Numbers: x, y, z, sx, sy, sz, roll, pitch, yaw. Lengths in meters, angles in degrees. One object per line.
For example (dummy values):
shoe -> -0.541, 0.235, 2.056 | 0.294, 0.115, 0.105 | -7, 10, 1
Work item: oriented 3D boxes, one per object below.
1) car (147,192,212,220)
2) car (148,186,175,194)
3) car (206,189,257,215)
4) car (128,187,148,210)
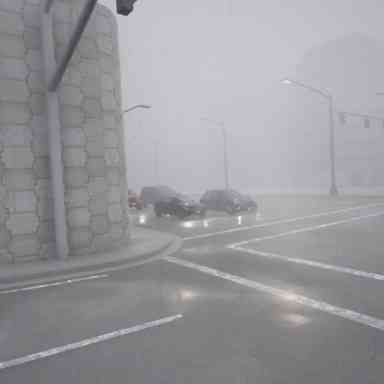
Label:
car -> -0.964, 0.977, 22.855 | 1.812, 1.442, 4.674 | -5, 3, -35
car -> -3.038, 0.439, 31.803 | 2.150, 2.045, 5.566 | -5, 3, -35
car -> 2.504, 0.571, 23.975 | 2.097, 1.767, 4.553 | -5, 3, -35
car -> -6.580, 0.671, 30.764 | 2.150, 2.045, 5.566 | -5, 3, -35
